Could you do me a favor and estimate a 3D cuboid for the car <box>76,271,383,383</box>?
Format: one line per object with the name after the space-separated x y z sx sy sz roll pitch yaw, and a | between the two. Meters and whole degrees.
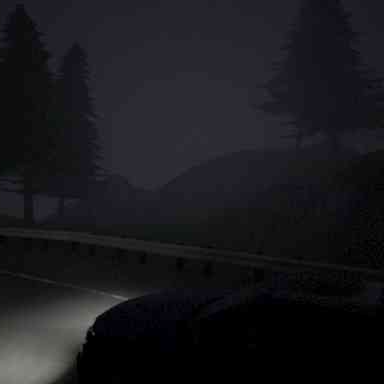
0.969 1.500 2.998 4.674 1.442 1.812 0 0 34 | car
